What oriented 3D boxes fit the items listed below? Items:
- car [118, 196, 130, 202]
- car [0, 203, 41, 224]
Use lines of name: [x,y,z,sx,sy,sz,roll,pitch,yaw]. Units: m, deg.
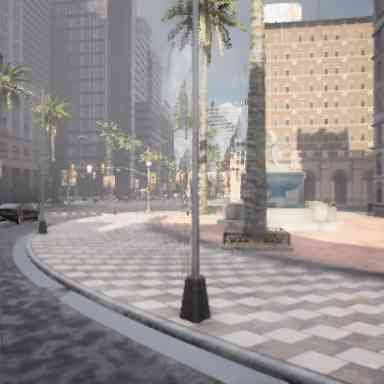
car: [-18.319,1.832,89.632,2.161,1.482,4.786,0,0,8]
car: [-13.165,1.547,25.183,1.882,1.535,5.008,0,0,0]
